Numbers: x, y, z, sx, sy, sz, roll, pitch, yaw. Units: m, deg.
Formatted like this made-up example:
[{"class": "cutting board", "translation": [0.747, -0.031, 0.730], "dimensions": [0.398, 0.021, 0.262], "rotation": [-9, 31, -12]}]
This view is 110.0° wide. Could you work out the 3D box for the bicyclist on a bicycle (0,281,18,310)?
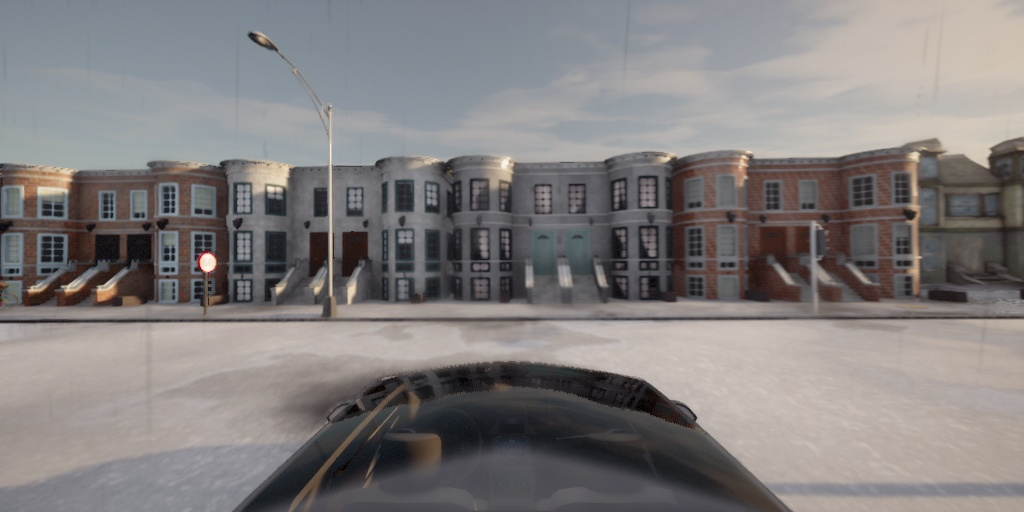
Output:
[{"class": "bicyclist on a bicycle", "translation": [-21.357, 1.475, 14.662], "dimensions": [0.582, 1.620, 1.656], "rotation": [-1, -1, 2]}]
